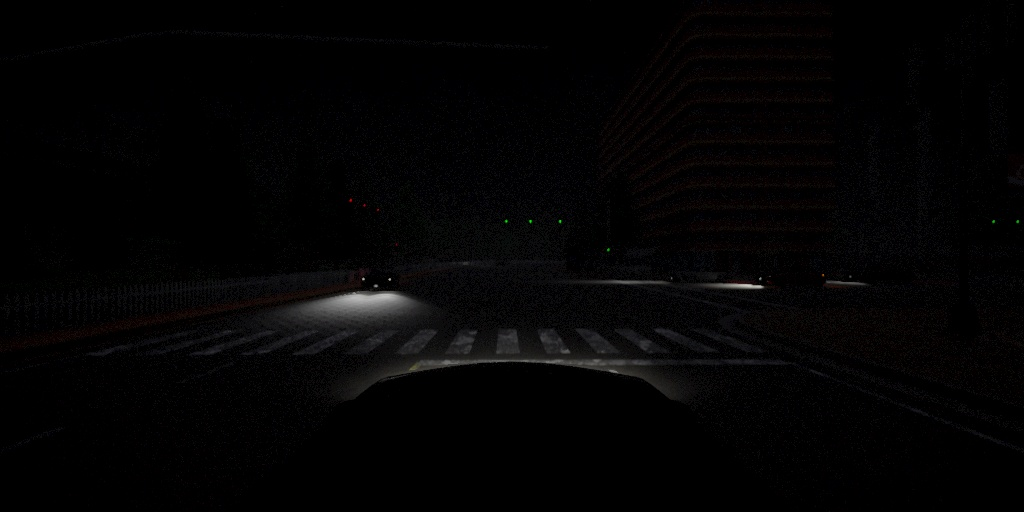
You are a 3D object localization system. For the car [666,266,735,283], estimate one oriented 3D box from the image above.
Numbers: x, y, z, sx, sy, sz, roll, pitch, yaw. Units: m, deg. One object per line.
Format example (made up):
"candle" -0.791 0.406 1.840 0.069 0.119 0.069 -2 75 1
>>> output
"car" 15.217 1.499 29.162 4.718 1.301 1.895 0 0 2

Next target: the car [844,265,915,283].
"car" 29.730 1.423 29.024 4.674 1.442 1.812 0 0 0

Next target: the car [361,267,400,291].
"car" -8.349 1.396 22.999 1.895 1.301 4.718 2 1 -12

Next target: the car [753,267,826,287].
"car" 19.731 1.450 25.593 4.181 1.385 1.994 0 0 1
